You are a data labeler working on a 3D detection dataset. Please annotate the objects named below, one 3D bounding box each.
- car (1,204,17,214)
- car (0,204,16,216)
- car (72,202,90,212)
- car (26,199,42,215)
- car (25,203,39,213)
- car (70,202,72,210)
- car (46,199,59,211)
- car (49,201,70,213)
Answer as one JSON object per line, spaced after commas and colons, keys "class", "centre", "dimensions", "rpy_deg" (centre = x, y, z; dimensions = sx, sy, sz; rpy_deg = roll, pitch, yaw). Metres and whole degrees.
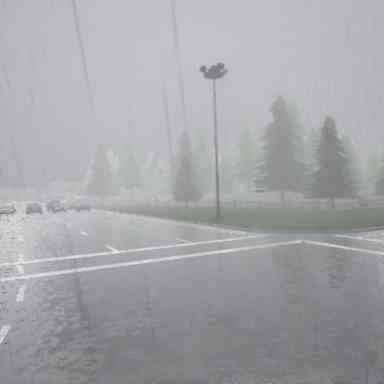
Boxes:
{"class": "car", "centre": [-31.024, 2.808, 56.472], "dimensions": [2.128, 1.511, 4.902], "rpy_deg": [-2, 0, -27]}
{"class": "car", "centre": [-26.840, 2.736, 48.345], "dimensions": [1.895, 1.301, 4.718], "rpy_deg": [-2, 0, -27]}
{"class": "car", "centre": [-17.498, 2.381, 53.125], "dimensions": [1.837, 1.490, 4.892], "rpy_deg": [-2, 0, -27]}
{"class": "car", "centre": [-23.710, 2.400, 49.895], "dimensions": [2.097, 1.767, 4.553], "rpy_deg": [-2, 0, -27]}
{"class": "car", "centre": [-27.912, 2.777, 58.073], "dimensions": [2.033, 1.411, 5.357], "rpy_deg": [-2, 0, -27]}
{"class": "car", "centre": [-21.692, 2.548, 61.278], "dimensions": [2.128, 1.511, 4.902], "rpy_deg": [-2, 0, -27]}
{"class": "car", "centre": [-24.825, 2.365, 59.704], "dimensions": [2.150, 2.045, 5.566], "rpy_deg": [-2, 0, -27]}
{"class": "car", "centre": [-20.429, 2.555, 51.179], "dimensions": [1.895, 1.301, 4.718], "rpy_deg": [-2, 0, -27]}
